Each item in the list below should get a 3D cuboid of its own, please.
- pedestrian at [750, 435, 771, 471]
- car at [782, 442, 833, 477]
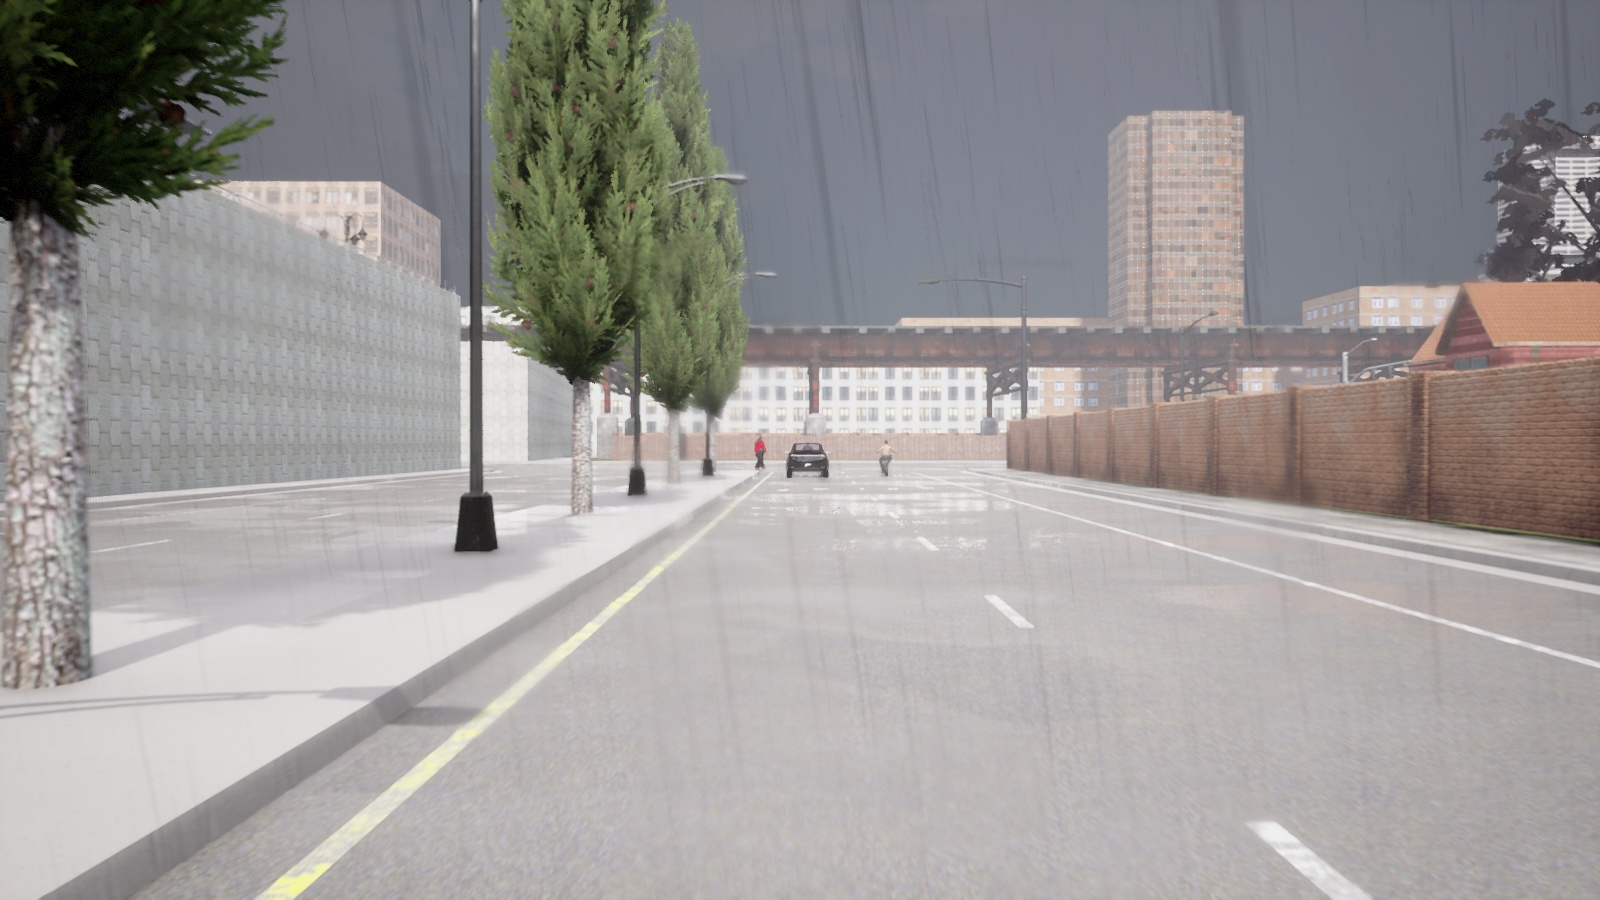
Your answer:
[{"bbox_3d":[-2.059,0.130,65.122,0.899,1.844,0.634,0,0,40],"label":"pedestrian"},{"bbox_3d":[0.332,0.390,55.592,2.128,1.511,4.902,0,0,0],"label":"car"}]
